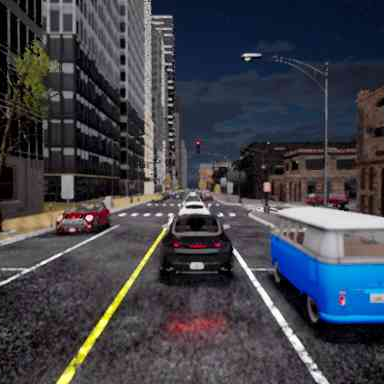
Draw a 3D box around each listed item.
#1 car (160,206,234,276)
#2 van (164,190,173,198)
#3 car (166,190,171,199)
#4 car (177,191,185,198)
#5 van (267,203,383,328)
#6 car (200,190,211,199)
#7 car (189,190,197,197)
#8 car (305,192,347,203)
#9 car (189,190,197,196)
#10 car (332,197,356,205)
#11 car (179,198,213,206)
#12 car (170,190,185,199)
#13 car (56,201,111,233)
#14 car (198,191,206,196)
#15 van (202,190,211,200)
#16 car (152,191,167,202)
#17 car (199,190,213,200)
[{"bbox_3d":[0.120,1.393,9.916,1.837,1.490,4.892,0,1,0],"label":"car"},{"bbox_3d":[-5.487,0.472,78.242,1.690,1.788,3.998,-1,1,0],"label":"van"},{"bbox_3d":[-5.523,0.883,61.312,1.947,1.339,4.313,-1,1,0],"label":"car"},{"bbox_3d":[-2.803,0.594,83.246,1.812,1.442,4.674,0,1,0],"label":"car"},{"bbox_3d":[2.691,1.266,6.619,1.690,1.788,3.998,-1,1,0],"label":"van"},{"bbox_3d":[2.846,0.511,72.523,2.192,1.841,5.009,-1,1,0],"label":"car"},{"bbox_3d":[0.195,0.608,82.552,1.812,1.442,4.674,0,1,0],"label":"car"},{"bbox_3d":[16.623,0.969,40.916,5.009,1.841,2.192,1,1,1],"label":"car"},{"bbox_3d":[0.219,0.252,92.552,2.097,1.767,4.553,0,1,0],"label":"car"},{"bbox_3d":[16.494,1.442,32.545,4.313,1.339,1.947,1,1,1],"label":"car"},{"bbox_3d":[0.142,1.298,20.272,1.812,1.442,4.674,0,1,0],"label":"car"},{"bbox_3d":[-2.844,0.756,67.770,2.128,1.511,4.902,0,1,0],"label":"car"},{"bbox_3d":[-5.662,1.240,17.723,1.967,1.590,4.097,-1,1,0],"label":"car"},{"bbox_3d":[2.904,0.499,95.100,2.008,1.369,4.403,-1,1,0],"label":"car"},{"bbox_3d":[2.833,0.599,66.880,1.690,1.788,3.998,-1,1,0],"label":"van"},{"bbox_3d":[-5.708,0.907,55.499,1.752,1.417,4.829,-1,1,0],"label":"car"},{"bbox_3d":[2.822,0.760,61.237,1.967,1.590,4.097,-1,1,0],"label":"car"}]
